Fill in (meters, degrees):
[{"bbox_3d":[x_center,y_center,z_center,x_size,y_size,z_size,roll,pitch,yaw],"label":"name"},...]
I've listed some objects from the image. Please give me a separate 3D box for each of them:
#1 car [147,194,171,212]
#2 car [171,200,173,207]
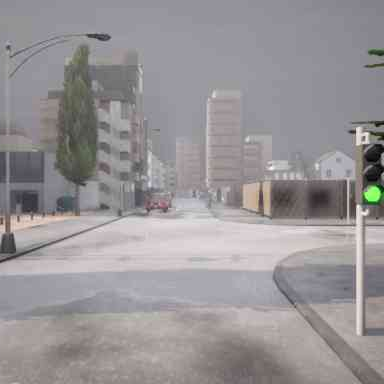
[{"bbox_3d":[-3.982,1.240,39.208,2.150,2.045,5.566,0,0,0],"label":"car"},{"bbox_3d":[-3.943,1.529,49.646,1.837,1.490,4.892,0,0,0],"label":"car"}]
